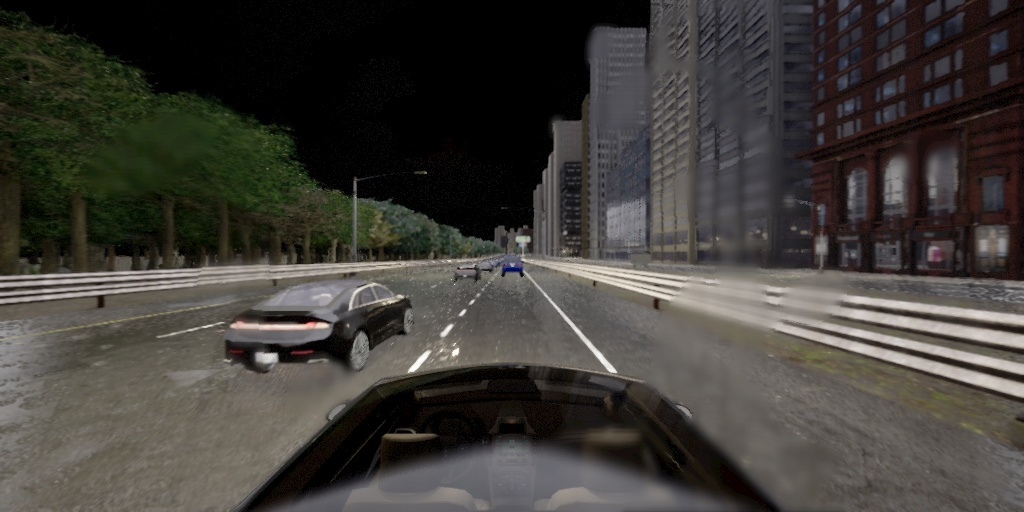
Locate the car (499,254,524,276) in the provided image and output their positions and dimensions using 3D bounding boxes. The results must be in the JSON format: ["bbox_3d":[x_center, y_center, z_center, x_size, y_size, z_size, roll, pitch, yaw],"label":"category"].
[{"bbox_3d":[0.059,1.066,38.706,2.150,2.045,5.566,0,0,0],"label":"car"}]

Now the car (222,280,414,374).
[{"bbox_3d":[-3.496,1.253,7.548,2.128,1.511,4.902,0,0,0],"label":"car"}]

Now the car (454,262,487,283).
[{"bbox_3d":[-3.516,1.306,29.235,2.128,1.511,4.902,0,0,0],"label":"car"}]

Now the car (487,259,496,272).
[{"bbox_3d":[-3.577,1.449,49.219,1.994,1.385,4.181,0,0,0],"label":"car"}]
